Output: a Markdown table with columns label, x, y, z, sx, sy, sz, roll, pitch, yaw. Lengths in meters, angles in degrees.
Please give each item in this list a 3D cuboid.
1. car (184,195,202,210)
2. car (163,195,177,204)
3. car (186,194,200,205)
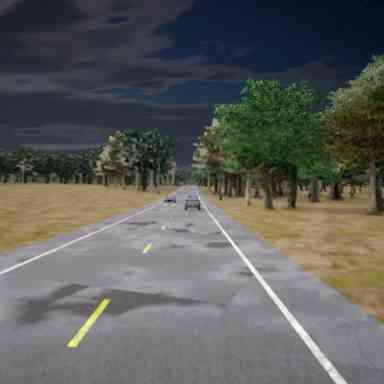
| label | x | y | z | sx | sy | sz | roll | pitch | yaw |
| --- | --- | --- | --- | --- | --- | --- | --- | --- | --- |
| car | 0.090 | 1.306 | 39.503 | 2.128 | 1.511 | 4.902 | 0 | 1 | 0 |
| car | -3.567 | 1.143 | 54.313 | 1.994 | 1.385 | 4.181 | 0 | 1 | 0 |
| car | 0.104 | 1.166 | 52.438 | 2.033 | 1.411 | 5.357 | 0 | 1 | -1 |
